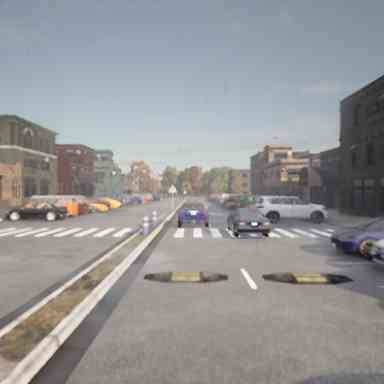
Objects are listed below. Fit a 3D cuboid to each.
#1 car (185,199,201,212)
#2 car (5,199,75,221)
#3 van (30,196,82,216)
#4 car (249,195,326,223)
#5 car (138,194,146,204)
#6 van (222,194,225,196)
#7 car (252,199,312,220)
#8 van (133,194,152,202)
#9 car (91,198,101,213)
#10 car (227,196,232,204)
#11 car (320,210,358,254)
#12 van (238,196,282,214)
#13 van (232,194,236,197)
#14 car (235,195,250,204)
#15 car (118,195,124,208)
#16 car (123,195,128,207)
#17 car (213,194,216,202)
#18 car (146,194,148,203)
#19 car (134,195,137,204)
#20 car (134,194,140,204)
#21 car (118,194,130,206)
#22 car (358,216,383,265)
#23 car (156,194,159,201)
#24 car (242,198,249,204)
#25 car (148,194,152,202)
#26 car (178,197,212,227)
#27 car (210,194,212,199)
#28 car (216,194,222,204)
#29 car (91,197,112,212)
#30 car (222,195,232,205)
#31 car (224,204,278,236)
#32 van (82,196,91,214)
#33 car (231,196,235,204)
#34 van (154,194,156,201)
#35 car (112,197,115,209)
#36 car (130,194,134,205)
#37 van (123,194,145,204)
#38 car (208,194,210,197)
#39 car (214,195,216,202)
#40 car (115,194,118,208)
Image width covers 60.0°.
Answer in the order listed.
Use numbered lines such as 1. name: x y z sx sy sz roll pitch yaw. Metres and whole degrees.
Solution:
1. car: 0.086 1.626 41.766 1.882 1.535 5.008 0 0 0
2. car: -12.592 1.562 27.210 4.892 1.521 2.231 0 0 0
3. van: -12.714 1.343 29.990 4.442 1.987 1.878 0 0 0
4. car: 7.661 1.342 26.036 5.566 2.045 2.435 0 0 0
5. car: -12.553 1.443 66.120 5.566 2.045 2.435 0 0 0
6. van: 7.739 1.444 56.370 4.442 1.987 1.878 0 0 0
7. car: 7.662 1.475 28.671 4.553 1.767 2.185 0 0 0
8. van: -12.689 1.606 85.573 4.442 1.987 1.878 0 0 0
9. car: -12.597 1.624 35.548 4.674 1.452 2.002 0 0 0
10. car: 7.623 1.677 45.340 4.674 1.452 2.002 0 0 0
11. car: 7.608 1.572 12.247 4.792 1.488 2.163 0 0 0
12. van: 7.512 1.393 37.068 4.442 1.987 1.878 0 0 0
13. van: 7.744 1.404 42.584 4.442 1.987 1.878 0 0 0
14. car: 7.658 1.362 34.310 5.566 2.045 2.435 0 0 0
15. car: -12.585 1.613 46.667 5.008 1.535 2.097 0 0 0
16. car: -12.594 1.622 49.444 4.892 1.521 2.231 0 0 0
17. car: 7.802 1.749 72.911 5.366 1.575 1.946 0 0 0
18. car: -12.394 1.708 68.897 5.366 1.575 1.946 0 0 0
19. car: -12.582 1.692 57.782 4.674 1.452 2.002 0 0 0
20. car: -12.577 1.666 60.560 4.892 1.521 2.231 0 0 0
21. car: -12.556 1.505 52.222 4.553 1.767 2.185 0 0 0
22. car: 7.640 1.570 9.489 4.674 1.452 2.002 0 0 0
23. car: -12.598 1.630 91.130 5.566 2.045 2.435 0 -1 0
24. car: 7.625 1.607 31.427 5.008 1.535 2.097 0 0 0
25. car: -12.549 1.494 74.455 5.566 2.045 2.435 0 0 0
26. car: 0.093 1.458 24.056 2.097 1.767 4.553 0 0 0
27. car: 7.608 1.808 81.183 4.892 1.521 2.231 0 0 0
28. car: 7.650 1.429 59.128 5.566 2.045 2.435 0 0 0
29. car: -12.408 1.588 38.328 5.366 1.575 1.946 0 0 0
30. car: 7.440 1.641 48.098 5.366 1.575 1.946 0 0 0
31. car: 3.092 1.637 18.910 2.033 1.411 5.357 0 0 0
32. van: -12.712 1.351 32.769 4.442 1.987 1.878 0 0 0
33. car: 7.633 1.624 39.825 5.008 1.535 2.097 0 0 0
34. van: -12.454 1.629 88.350 4.442 1.987 1.878 0 0 0
35. car: -12.587 1.598 41.107 5.008 1.535 2.097 0 0 0
36. car: -12.555 1.516 55.003 4.553 1.767 2.185 0 0 0
37. van: -12.462 1.502 71.677 4.442 1.987 1.878 0 0 0
38. car: 7.605 1.874 89.454 4.892 1.521 2.231 0 0 0
39. car: 7.611 1.736 70.155 4.892 1.521 2.231 0 0 0
40. car: -12.622 1.480 43.886 4.553 1.767 2.185 0 0 0
